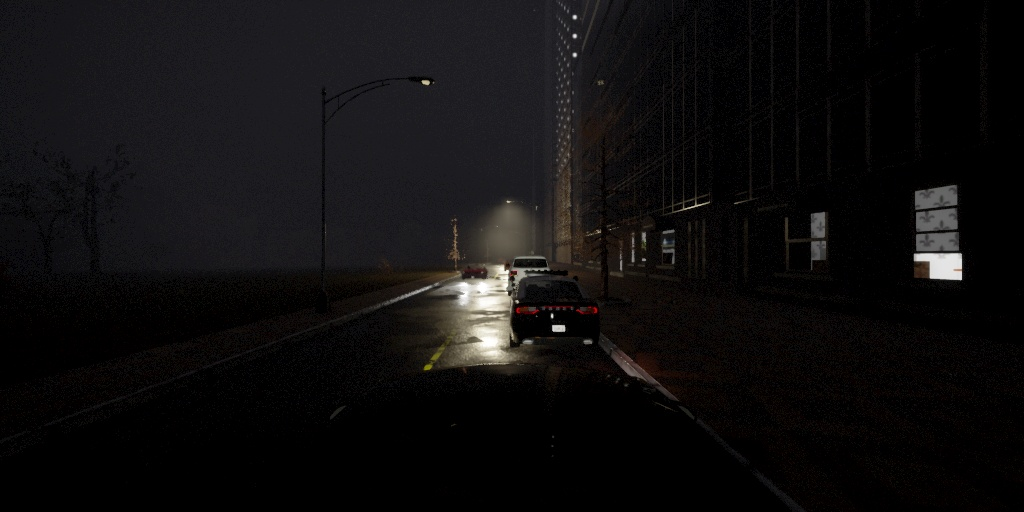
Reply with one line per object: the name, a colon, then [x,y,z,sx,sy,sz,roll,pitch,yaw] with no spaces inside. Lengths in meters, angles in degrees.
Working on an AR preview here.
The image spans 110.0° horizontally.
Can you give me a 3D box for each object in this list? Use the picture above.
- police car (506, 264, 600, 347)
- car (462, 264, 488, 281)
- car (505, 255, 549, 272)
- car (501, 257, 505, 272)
police car: [0.886,1.175,9.418,1.930,1.638,5.238,0,0,0]
car: [-3.046,1.350,30.012,1.895,1.301,4.718,0,0,0]
car: [0.870,0.975,19.340,2.150,2.045,5.566,0,0,0]
car: [-0.053,1.226,47.535,1.882,1.535,5.008,0,0,0]
